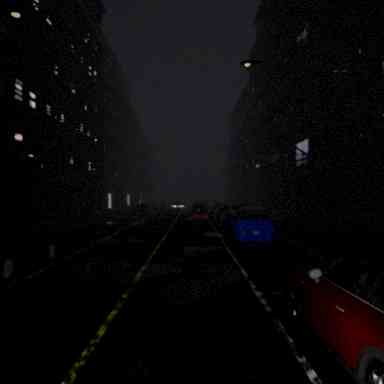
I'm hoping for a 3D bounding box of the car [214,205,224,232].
[{"bbox_3d":[2.705,1.780,21.492,1.947,1.339,4.313,0,-1,0],"label":"car"}]

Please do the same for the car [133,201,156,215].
[{"bbox_3d":[-5.666,1.945,38.408,1.947,1.339,4.313,0,-1,0],"label":"car"}]

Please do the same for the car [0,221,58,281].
[{"bbox_3d":[-5.682,1.648,10.228,1.887,1.381,4.507,0,-1,0],"label":"car"}]

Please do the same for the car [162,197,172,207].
[{"bbox_3d":[-5.649,2.087,66.591,1.967,1.590,4.097,0,-1,0],"label":"car"}]

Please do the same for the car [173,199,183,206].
[{"bbox_3d":[-2.959,2.238,71.010,1.994,1.385,4.181,0,-1,0],"label":"car"}]

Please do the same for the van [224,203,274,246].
[{"bbox_3d":[2.703,1.499,15.858,1.690,1.788,3.998,0,-1,0],"label":"van"}]

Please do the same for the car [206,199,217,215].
[{"bbox_3d":[2.712,1.764,32.766,1.967,1.590,4.097,0,-1,0],"label":"car"}]

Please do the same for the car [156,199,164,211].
[{"bbox_3d":[-5.659,2.011,49.511,1.752,1.417,4.829,0,-1,0],"label":"car"}]

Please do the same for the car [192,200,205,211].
[{"bbox_3d":[0.864,2.005,48.893,1.812,1.442,4.674,0,-1,0],"label":"car"}]

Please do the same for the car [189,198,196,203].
[{"bbox_3d":[0.054,2.258,89.446,1.812,1.442,4.674,0,-1,0],"label":"car"}]

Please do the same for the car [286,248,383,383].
[{"bbox_3d":[2.696,1.487,4.585,1.967,1.590,4.097,0,-1,0],"label":"car"}]

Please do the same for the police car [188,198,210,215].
[{"bbox_3d":[0.779,1.810,39.006,1.930,1.638,5.238,0,-1,0],"label":"police car"}]

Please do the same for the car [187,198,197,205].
[{"bbox_3d":[0.045,2.133,74.448,2.033,1.411,5.357,0,-1,0],"label":"car"}]

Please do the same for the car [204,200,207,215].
[{"bbox_3d":[2.715,1.929,38.400,2.008,1.369,4.403,0,-1,0],"label":"car"}]

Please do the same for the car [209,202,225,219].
[{"bbox_3d":[2.709,1.814,27.128,1.887,1.381,4.507,0,-1,0],"label":"car"}]

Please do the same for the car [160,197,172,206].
[{"bbox_3d":[-5.645,2.015,72.229,2.192,1.841,5.009,0,-1,0],"label":"car"}]

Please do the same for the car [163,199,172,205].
[{"bbox_3d":[-5.643,2.335,77.863,1.802,1.307,4.206,0,-1,0],"label":"car"}]

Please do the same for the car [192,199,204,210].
[{"bbox_3d":[0.933,2.014,54.898,1.882,1.535,5.008,0,-1,0],"label":"car"}]
